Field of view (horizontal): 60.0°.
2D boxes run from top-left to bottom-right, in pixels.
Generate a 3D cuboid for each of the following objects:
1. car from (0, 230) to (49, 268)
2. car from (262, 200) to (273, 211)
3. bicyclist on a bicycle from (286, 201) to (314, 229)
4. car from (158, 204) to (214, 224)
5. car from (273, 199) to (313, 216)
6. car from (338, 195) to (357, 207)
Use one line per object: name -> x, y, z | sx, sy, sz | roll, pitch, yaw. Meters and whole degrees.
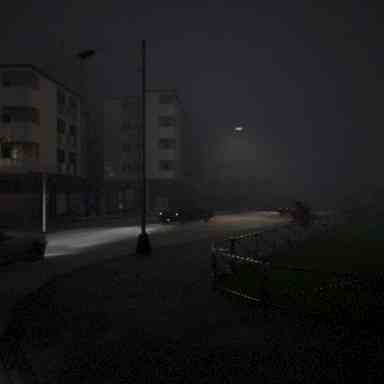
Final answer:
car -> -6.115, 1.599, 9.278 | 1.895, 1.301, 4.718 | 0, 0, 9
car -> 10.204, 1.544, 39.473 | 2.033, 1.411, 5.357 | 0, 0, 36
bicyclist on a bicycle -> 6.341, 1.347, 19.647 | 1.656, 1.620, 0.582 | 0, 0, 36
car -> -0.363, 1.598, 24.710 | 1.895, 1.301, 4.718 | 0, 0, 36
car -> 9.989, 1.545, 31.975 | 2.033, 1.411, 5.357 | 0, 0, 36
car -> 24.325, 1.350, 52.054 | 2.097, 1.767, 4.553 | 0, 0, 36
